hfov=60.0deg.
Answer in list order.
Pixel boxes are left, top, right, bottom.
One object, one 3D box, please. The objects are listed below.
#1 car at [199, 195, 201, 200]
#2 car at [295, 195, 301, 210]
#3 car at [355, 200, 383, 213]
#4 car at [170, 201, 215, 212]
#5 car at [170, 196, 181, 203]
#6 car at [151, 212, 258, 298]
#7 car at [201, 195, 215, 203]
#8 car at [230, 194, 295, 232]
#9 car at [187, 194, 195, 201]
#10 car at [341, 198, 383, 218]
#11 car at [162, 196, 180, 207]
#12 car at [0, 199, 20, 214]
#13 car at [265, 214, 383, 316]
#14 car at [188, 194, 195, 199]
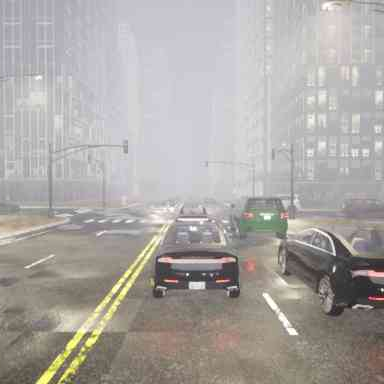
[{"bbox_3d":[3.004,1.490,91.277,1.895,1.301,4.718,0,0,0],"label":"car"},{"bbox_3d":[8.883,1.263,35.956,5.566,2.045,2.150,1,1,1],"label":"car"},{"bbox_3d":[21.705,1.636,38.377,4.829,1.417,1.752,1,0,1],"label":"car"},{"bbox_3d":[0.051,1.479,17.656,2.128,1.511,4.902,0,0,0],"label":"car"},{"bbox_3d":[-3.442,1.481,70.586,1.994,1.385,4.181,0,0,0],"label":"car"},{"bbox_3d":[0.077,1.486,8.471,2.128,1.511,4.902,0,0,0],"label":"car"},{"bbox_3d":[3.183,1.505,62.001,1.994,1.385,4.181,0,0,0],"label":"car"},{"bbox_3d":[3.303,1.210,17.304,2.150,2.045,5.566,0,0,0],"label":"car"},{"bbox_3d":[-0.218,1.444,80.822,2.033,1.411,5.357,0,0,0],"label":"car"},{"bbox_3d":[16.119,1.514,30.076,5.009,1.841,2.192,1,0,1],"label":"car"},{"bbox_3d":[-3.481,1.447,51.349,2.128,1.511,4.902,0,0,0],"label":"car"},{"bbox_3d":[-19.483,1.402,33.153,4.181,1.385,1.994,1,1,1],"label":"car"},{"bbox_3d":[3.327,1.487,7.462,2.128,1.511,4.902,0,0,0],"label":"car"},{"bbox_3d":[-0.247,1.322,91.269,1.895,1.301,4.718,0,0,0],"label":"car"}]
